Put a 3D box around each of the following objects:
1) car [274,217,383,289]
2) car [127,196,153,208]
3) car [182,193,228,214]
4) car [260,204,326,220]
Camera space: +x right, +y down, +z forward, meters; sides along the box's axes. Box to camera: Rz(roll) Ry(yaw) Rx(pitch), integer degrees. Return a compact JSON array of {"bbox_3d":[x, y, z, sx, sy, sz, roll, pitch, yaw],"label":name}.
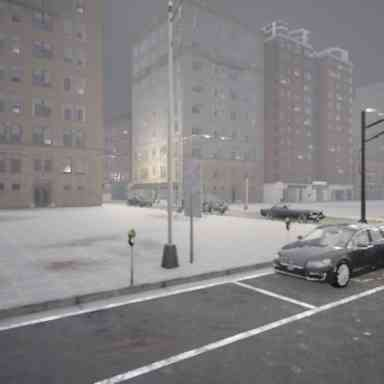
[{"bbox_3d":[4.108,1.555,9.114,4.403,1.369,2.008,0,0,-35],"label":"car"},{"bbox_3d":[-7.047,1.299,44.847,1.882,1.535,5.008,0,1,-36],"label":"car"},{"bbox_3d":[1.180,1.107,33.294,2.150,2.045,5.566,0,0,-35],"label":"car"},{"bbox_3d":[7.389,1.537,24.606,1.895,1.301,4.718,0,0,-36],"label":"car"}]
